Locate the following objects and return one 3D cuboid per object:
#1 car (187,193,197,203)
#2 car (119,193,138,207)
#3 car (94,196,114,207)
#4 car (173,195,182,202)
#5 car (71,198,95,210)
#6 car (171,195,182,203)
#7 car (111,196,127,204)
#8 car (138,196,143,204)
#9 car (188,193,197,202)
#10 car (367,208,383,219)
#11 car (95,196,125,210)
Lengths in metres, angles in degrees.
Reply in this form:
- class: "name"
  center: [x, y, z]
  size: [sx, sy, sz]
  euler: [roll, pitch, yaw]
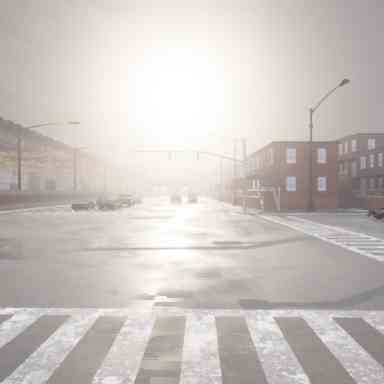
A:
- class: "car"
  center: [0.167, 1.547, 69.632]
  size: [2.033, 1.411, 5.357]
  euler: [0, 0, 0]
- class: "car"
  center: [-10.541, 1.221, 52.825]
  size: [2.150, 2.045, 5.566]
  euler: [0, 0, 0]
- class: "car"
  center: [-14.039, 1.478, 53.504]
  size: [1.882, 1.535, 5.008]
  euler: [0, 0, 0]
- class: "car"
  center: [-3.422, 1.478, 80.488]
  size: [1.882, 1.535, 5.008]
  euler: [0, 0, 0]
- class: "car"
  center: [-14.057, 1.547, 43.617]
  size: [2.033, 1.411, 5.357]
  euler: [0, 0, 0]
- class: "car"
  center: [-3.364, 1.353, 70.202]
  size: [2.097, 1.767, 4.553]
  euler: [0, 0, 0]
- class: "car"
  center: [-13.979, 1.478, 63.969]
  size: [1.882, 1.535, 5.008]
  euler: [0, 0, 1]
- class: "car"
  center: [-10.496, 1.526, 62.620]
  size: [1.812, 1.442, 4.674]
  euler: [0, 0, 0]
- class: "car"
  center: [0.078, 1.225, 80.265]
  size: [2.150, 2.045, 5.566]
  euler: [0, 0, 0]
- class: "car"
  center: [17.061, 1.547, 26.642]
  size: [5.357, 1.411, 2.033]
  euler: [0, 0, 0]
- class: "car"
  center: [-10.569, 1.601, 43.200]
  size: [1.895, 1.301, 4.718]
  euler: [0, 0, 3]
